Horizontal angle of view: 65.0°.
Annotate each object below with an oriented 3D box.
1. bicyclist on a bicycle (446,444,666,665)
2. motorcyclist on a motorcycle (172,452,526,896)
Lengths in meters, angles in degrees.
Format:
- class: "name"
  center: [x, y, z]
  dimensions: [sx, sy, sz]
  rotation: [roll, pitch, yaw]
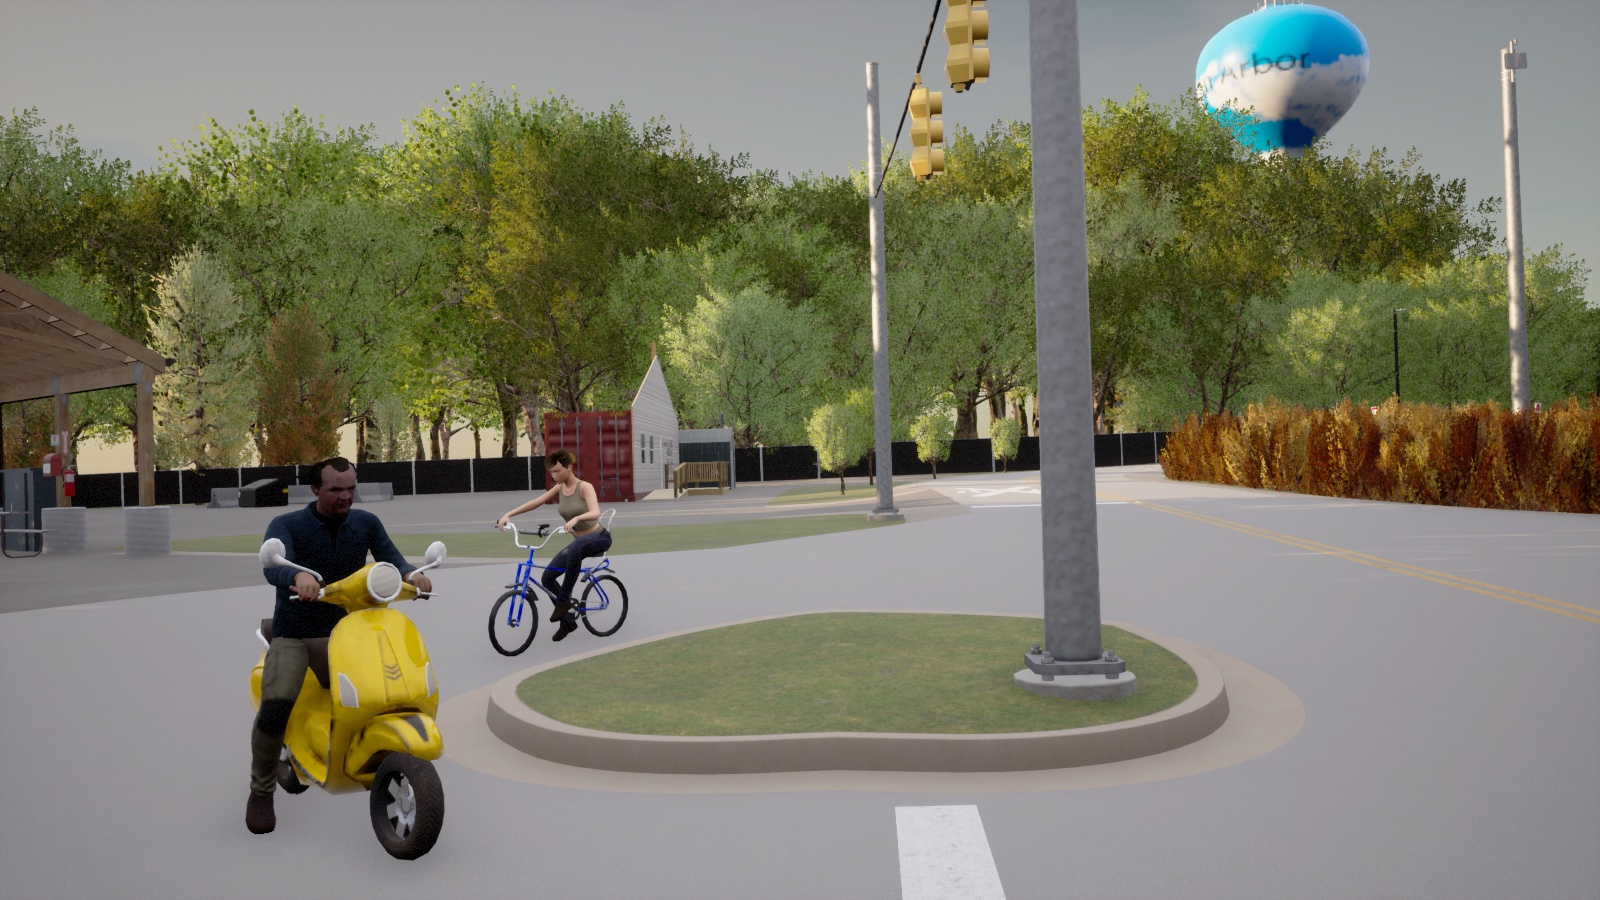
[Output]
- class: "bicyclist on a bicycle"
  center: [-1.979, 0.793, 10.330]
  dimensions: [0.866, 1.612, 1.509]
  rotation: [-1, 2, 39]
- class: "motorcyclist on a motorcycle"
  center: [-2.027, 0.809, 5.479]
  dimensions: [0.866, 1.590, 1.817]
  rotation: [0, 0, -40]
